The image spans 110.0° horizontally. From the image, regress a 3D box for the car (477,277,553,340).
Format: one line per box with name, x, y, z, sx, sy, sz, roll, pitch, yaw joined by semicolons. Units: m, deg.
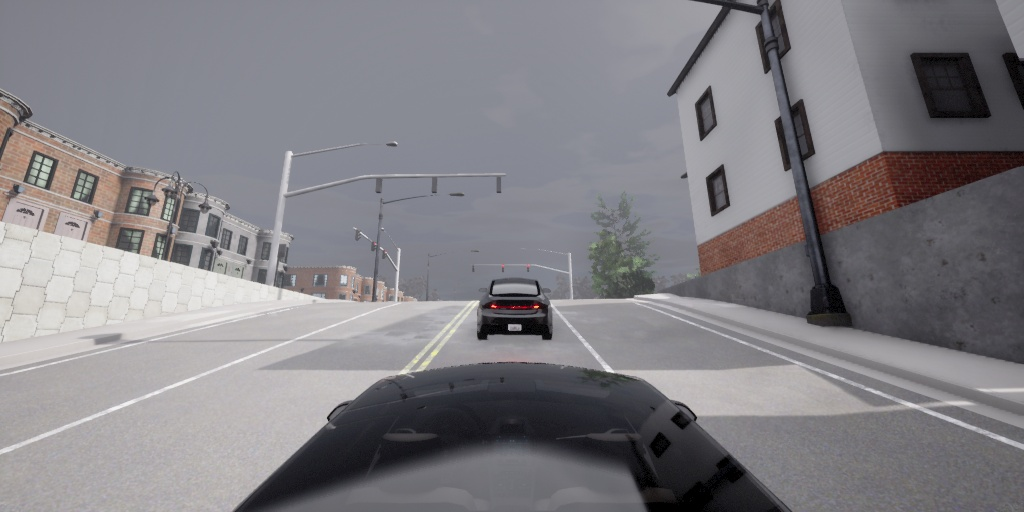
car;0.077;1.351;10.332;1.837;1.490;4.892;0;0;0
